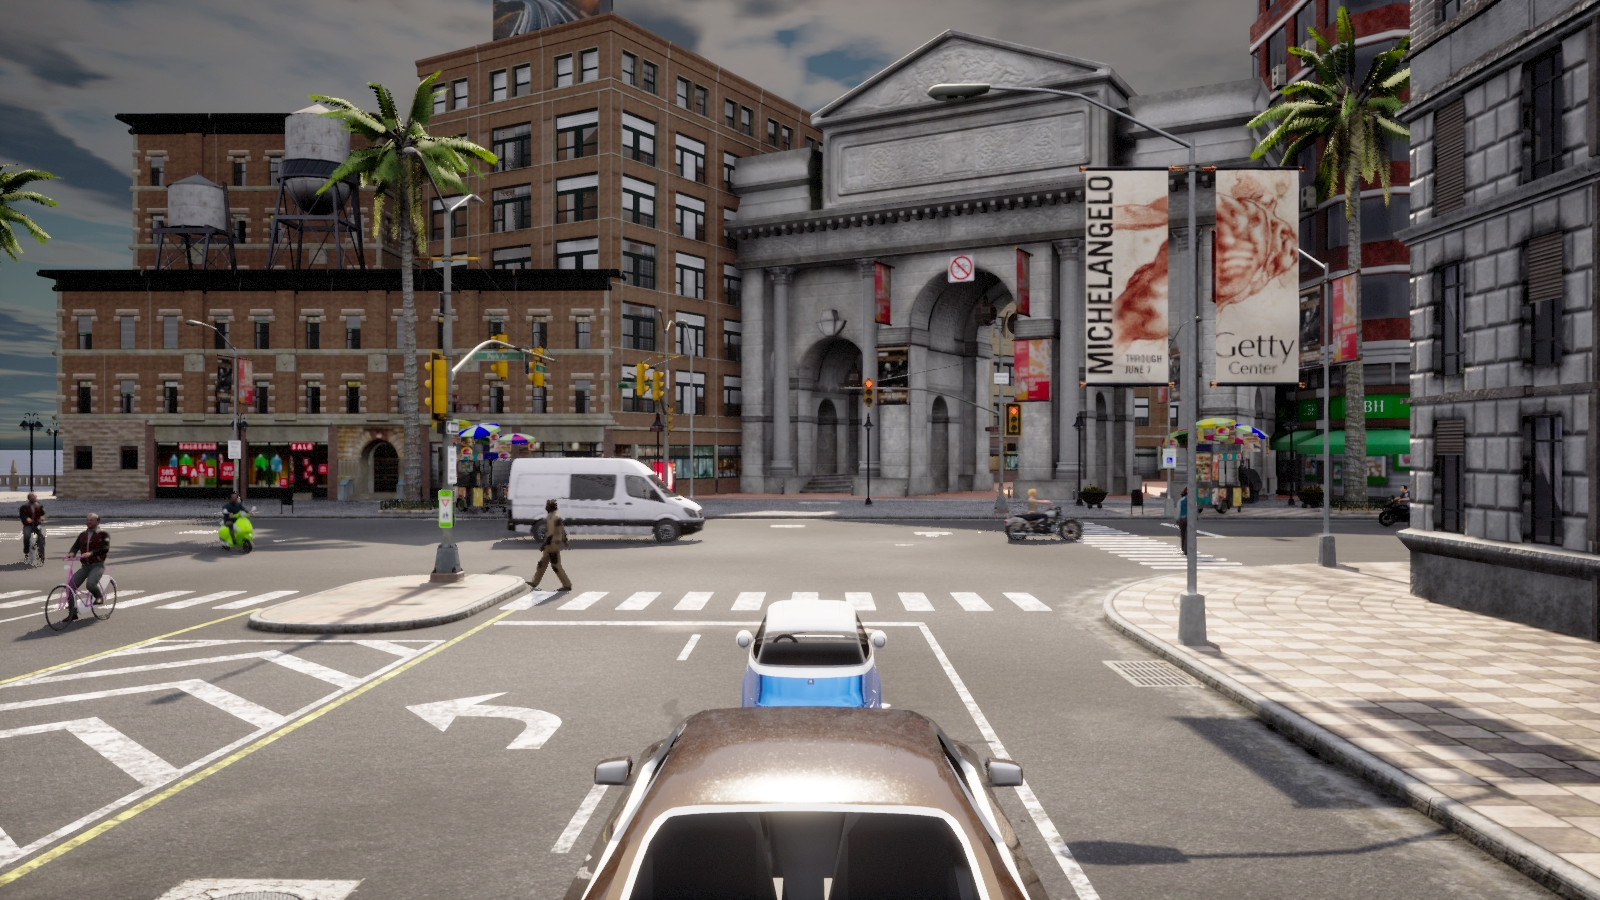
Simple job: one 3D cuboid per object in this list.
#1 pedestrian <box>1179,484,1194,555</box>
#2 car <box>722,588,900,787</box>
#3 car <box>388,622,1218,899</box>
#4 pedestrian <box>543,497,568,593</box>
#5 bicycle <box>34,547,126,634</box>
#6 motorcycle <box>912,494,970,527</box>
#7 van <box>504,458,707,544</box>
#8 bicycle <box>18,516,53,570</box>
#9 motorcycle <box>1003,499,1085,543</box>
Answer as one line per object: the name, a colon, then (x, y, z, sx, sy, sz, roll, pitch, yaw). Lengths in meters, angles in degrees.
pedestrian: (10.271, 1.849, 30.399, 0.375, 1.860, 0.375, 0, 0, 19)
car: (0.106, 2.120, 10.657, 1.481, 1.376, 2.207, 0, 0, 1)
car: (0.037, 1.992, 5.222, 2.152, 1.651, 5.027, 0, 0, 1)
pedestrian: (-4.784, 1.849, 22.367, 0.375, 1.860, 0.375, 0, 0, 6)
bicycle: (-11.461, 2.210, 18.244, 0.329, 1.171, 1.835, 0, 0, -1)
motorcycle: (5.152, 2.213, 41.779, 2.033, 1.145, 0.803, 0, 0, 1)
van: (-5.914, 1.534, 35.205, 5.915, 2.561, 1.988, 0, 0, 1)
bicycle: (-18.325, 2.210, 27.390, 1.835, 1.171, 0.329, 0, 0, 45)
motorcycle: (7.445, 2.170, 34.922, 2.356, 1.277, 0.764, 0, 0, 1)
